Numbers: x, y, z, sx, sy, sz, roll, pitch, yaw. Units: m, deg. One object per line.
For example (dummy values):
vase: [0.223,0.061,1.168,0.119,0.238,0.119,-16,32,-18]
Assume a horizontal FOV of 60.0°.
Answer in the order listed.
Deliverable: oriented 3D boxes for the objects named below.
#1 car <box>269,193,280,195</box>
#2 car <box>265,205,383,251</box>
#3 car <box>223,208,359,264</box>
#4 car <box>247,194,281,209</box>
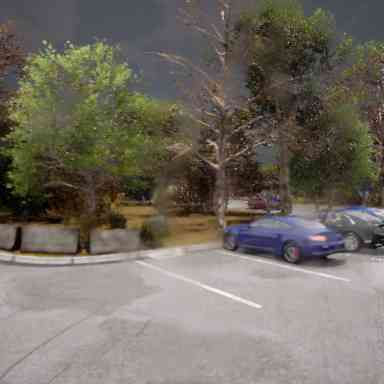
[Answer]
car: [9.794,0.958,42.295,2.097,1.767,4.553,-3,3,-35]
car: [5.770,1.483,13.904,2.231,1.521,4.892,0,0,-35]
car: [3.099,1.529,12.007,2.002,1.452,4.674,0,0,-35]
car: [8.427,1.339,38.465,1.812,1.442,4.674,-3,3,-36]
